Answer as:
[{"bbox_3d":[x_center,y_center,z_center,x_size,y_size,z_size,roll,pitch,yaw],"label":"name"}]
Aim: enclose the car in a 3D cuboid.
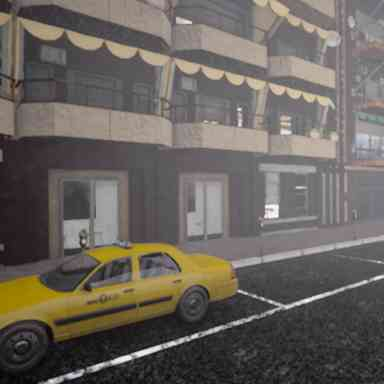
[{"bbox_3d":[-1.395,1.511,5.568,4.829,1.417,1.752,0,0,-35],"label":"car"}]
